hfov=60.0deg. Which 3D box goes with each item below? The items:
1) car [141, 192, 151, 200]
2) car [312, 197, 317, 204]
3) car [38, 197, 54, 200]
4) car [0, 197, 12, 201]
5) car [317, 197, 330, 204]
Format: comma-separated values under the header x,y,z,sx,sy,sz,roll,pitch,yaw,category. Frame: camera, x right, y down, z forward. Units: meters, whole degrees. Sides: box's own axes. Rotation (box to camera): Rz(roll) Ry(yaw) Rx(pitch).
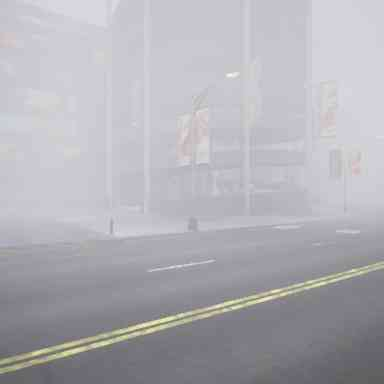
x,y,z,sx,sy,sz,roll,pitch,yaw,category
-10.604,1.027,68.509,2.435,2.045,5.566,0,0,-36,car
20.150,1.404,61.381,2.097,1.767,4.553,0,0,-25,car
-25.121,1.461,57.013,1.895,1.301,4.718,0,0,-36,car
-24.296,1.318,43.080,2.002,1.452,4.674,0,0,-36,car
23.329,1.602,62.844,2.033,1.411,5.357,0,0,-25,car
